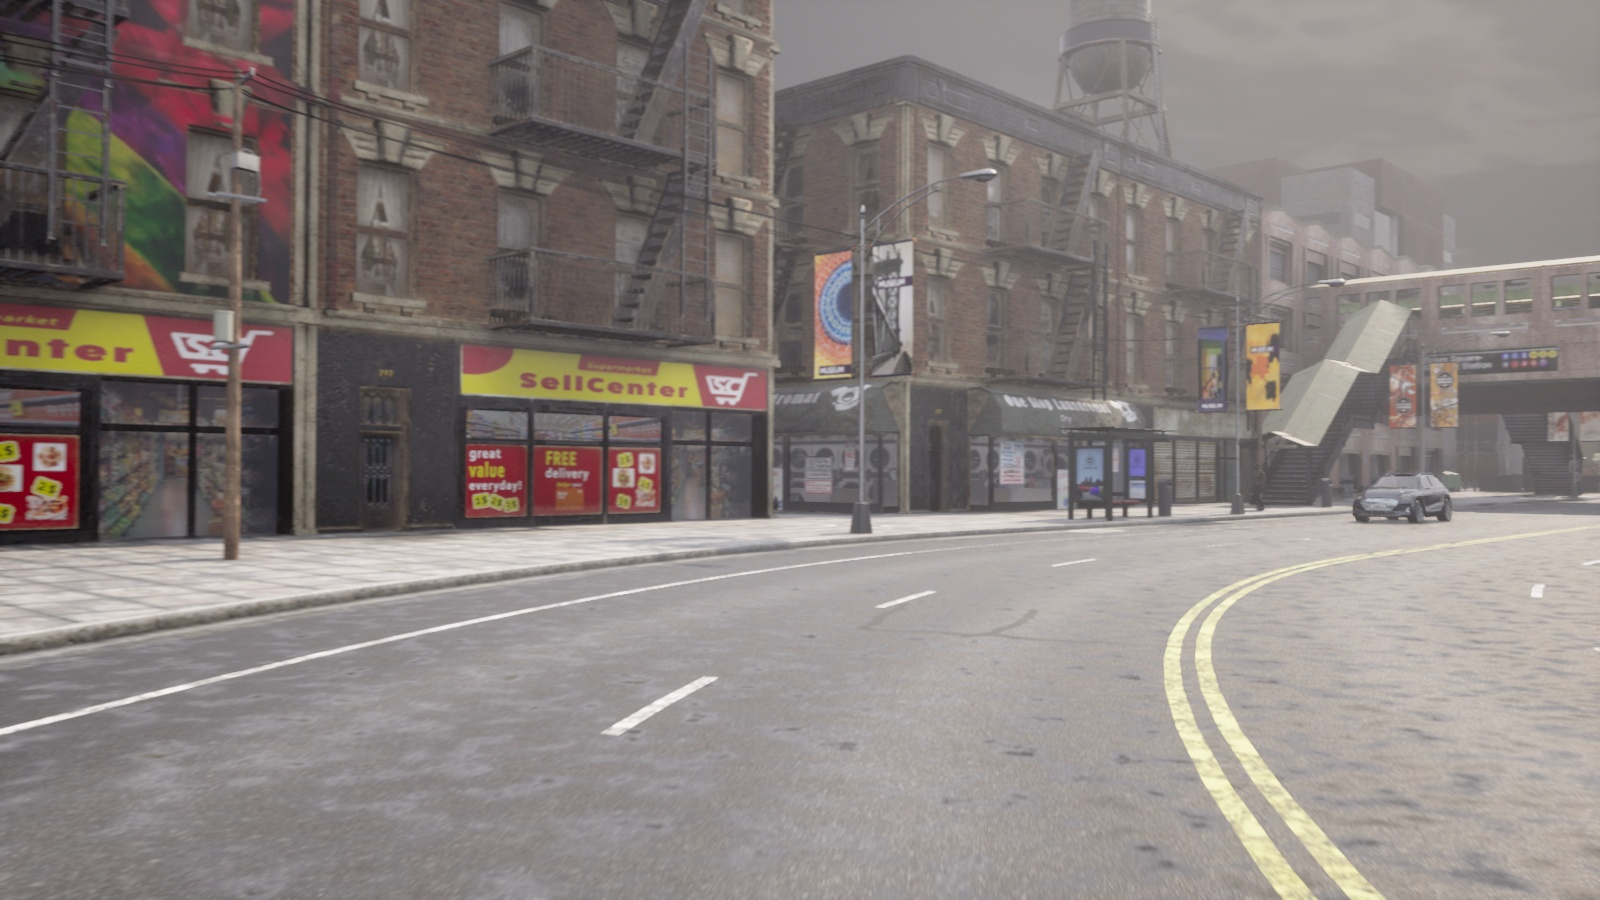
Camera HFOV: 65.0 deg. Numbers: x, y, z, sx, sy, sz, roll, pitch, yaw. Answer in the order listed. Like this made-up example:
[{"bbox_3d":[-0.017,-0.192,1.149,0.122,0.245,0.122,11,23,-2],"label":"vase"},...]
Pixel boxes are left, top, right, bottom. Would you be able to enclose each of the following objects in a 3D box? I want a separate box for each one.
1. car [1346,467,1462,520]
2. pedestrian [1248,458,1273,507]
[{"bbox_3d":[19.859,1.378,41.164,2.033,1.649,4.856,-1,-1,43],"label":"car"},{"bbox_3d":[17.193,1.208,46.853,0.869,1.805,0.328,0,-1,-20],"label":"pedestrian"}]
